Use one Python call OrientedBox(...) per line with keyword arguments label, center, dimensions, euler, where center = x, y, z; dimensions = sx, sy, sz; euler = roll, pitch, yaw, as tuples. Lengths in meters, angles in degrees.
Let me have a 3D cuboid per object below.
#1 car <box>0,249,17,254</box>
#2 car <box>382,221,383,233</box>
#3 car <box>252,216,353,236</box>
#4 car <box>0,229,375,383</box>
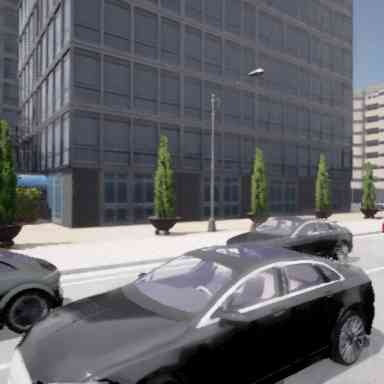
OrientedBox(label="car", center=(-4.266, 1.560, 5.233), dimensions=(4.181, 1.385, 1.994), euler=(1, 0, -35))
OrientedBox(label="car", center=(11.832, 1.362, 16.700), dimensions=(5.566, 2.045, 2.150), euler=(1, 0, -35))
OrientedBox(label="car", center=(3.167, 1.555, 10.528), dimensions=(4.902, 1.511, 2.128), euler=(1, 0, -35))
OrientedBox(label="car", center=(0.449, 1.512, 4.285), dimensions=(4.902, 1.511, 2.128), euler=(1, 0, -35))
